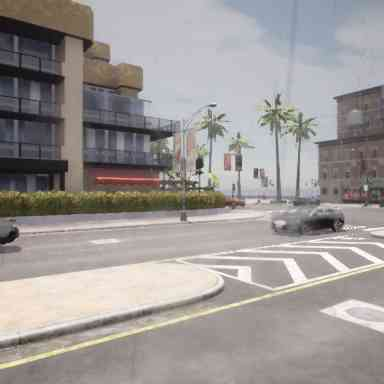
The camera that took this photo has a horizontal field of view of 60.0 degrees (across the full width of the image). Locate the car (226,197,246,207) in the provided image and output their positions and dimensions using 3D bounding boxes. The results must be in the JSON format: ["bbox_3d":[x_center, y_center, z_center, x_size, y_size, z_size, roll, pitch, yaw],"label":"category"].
[{"bbox_3d":[6.106,1.478,51.220,1.882,1.535,5.008,0,0,-35],"label":"car"}]

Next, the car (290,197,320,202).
[{"bbox_3d":[16.502,1.505,48.891,1.837,1.490,4.892,0,0,-35],"label":"car"}]

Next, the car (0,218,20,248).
[{"bbox_3d":[-8.863,1.489,11.799,4.902,1.511,2.128,0,0,-35],"label":"car"}]

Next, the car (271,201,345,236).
[{"bbox_3d":[6.442,1.491,18.344,4.902,1.511,2.128,0,0,-35],"label":"car"}]
